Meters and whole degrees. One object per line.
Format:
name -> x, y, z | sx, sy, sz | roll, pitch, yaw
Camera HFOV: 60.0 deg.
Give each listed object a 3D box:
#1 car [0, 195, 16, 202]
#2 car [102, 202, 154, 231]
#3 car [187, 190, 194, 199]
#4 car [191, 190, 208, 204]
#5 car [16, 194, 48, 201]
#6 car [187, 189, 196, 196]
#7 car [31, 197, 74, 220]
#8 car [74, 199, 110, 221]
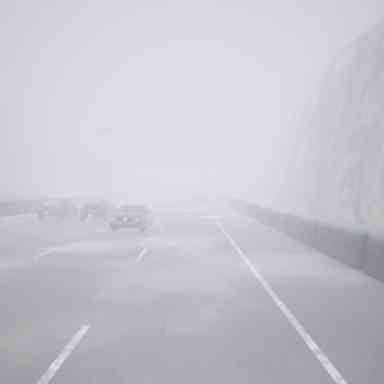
car -> -24.584, 1.096, 44.258 | 1.895, 1.301, 4.718 | 0, 1, 0
car -> -3.405, 1.414, 19.434 | 2.033, 1.411, 5.357 | 0, 1, 0
car -> -0.017, 0.600, 64.392 | 1.994, 1.385, 4.181 | 0, 1, 0
car -> 1.213, 0.908, 47.535 | 1.882, 1.535, 5.008 | 0, 1, 0
car -> -21.082, 0.973, 45.033 | 2.128, 1.511, 4.902 | 0, 1, 0
car -> -0.020, 0.141, 79.179 | 2.033, 1.411, 5.357 | 0, 1, 0
car -> -10.407, 1.316, 26.006 | 1.812, 1.442, 4.674 | 0, 1, 0
car -> -6.906, 1.308, 24.960 | 1.837, 1.490, 4.892 | 0, 1, 0
